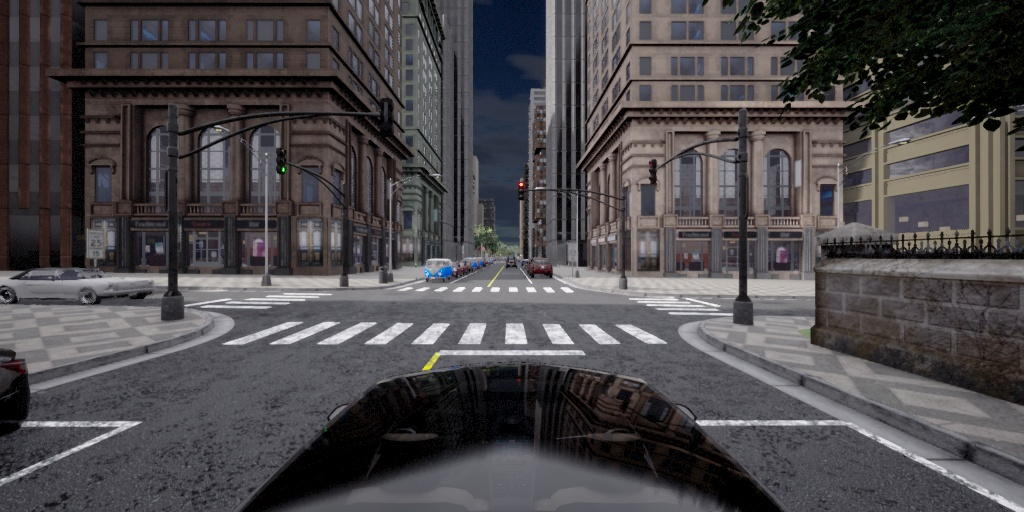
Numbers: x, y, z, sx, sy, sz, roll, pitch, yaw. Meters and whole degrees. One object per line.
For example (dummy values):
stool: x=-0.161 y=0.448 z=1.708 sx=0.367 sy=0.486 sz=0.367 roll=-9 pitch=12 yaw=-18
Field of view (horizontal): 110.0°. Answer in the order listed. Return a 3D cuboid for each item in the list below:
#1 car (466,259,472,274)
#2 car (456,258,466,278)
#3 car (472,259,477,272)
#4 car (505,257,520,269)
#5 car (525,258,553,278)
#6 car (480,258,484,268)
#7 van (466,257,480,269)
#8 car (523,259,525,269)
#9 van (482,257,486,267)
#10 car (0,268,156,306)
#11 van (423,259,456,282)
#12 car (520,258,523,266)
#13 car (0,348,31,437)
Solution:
car: x=-5.838 y=1.322 z=39.365 sx=1.888 sy=1.381 sz=4.507 roll=0 pitch=0 yaw=0
car: x=-5.827 y=1.210 z=33.924 sx=1.967 sy=1.591 sz=4.097 roll=0 pitch=0 yaw=0
car: x=-5.849 y=1.351 z=44.806 sx=1.948 sy=1.339 sz=4.313 roll=0 pitch=0 yaw=0
car: x=-0.063 y=1.312 z=59.140 sx=1.837 sy=1.490 sz=4.892 roll=0 pitch=0 yaw=1
car: x=2.698 y=1.085 z=33.950 sx=2.192 sy=1.841 sz=5.009 roll=0 pitch=0 yaw=0
car: x=-5.870 y=1.347 z=55.689 sx=1.888 sy=1.381 sz=4.507 roll=0 pitch=0 yaw=0
van: x=-5.860 y=1.135 z=50.248 sx=1.690 sy=1.789 sz=3.998 roll=0 pitch=0 yaw=0
car: x=2.688 y=1.092 z=39.391 sx=2.192 sy=1.841 sz=5.009 roll=0 pitch=0 yaw=0
van: x=-5.881 y=1.151 z=61.130 sx=1.690 sy=1.789 sz=3.998 roll=0 pitch=0 yaw=0
car: x=-16.733 y=1.117 z=13.727 sx=4.718 sy=1.301 sz=1.895 roll=1 pitch=0 yaw=0
van: x=-5.816 y=1.105 z=28.484 sx=1.690 sy=1.789 sz=3.998 roll=0 pitch=0 yaw=0
car: x=2.655 y=1.353 z=55.713 sx=2.007 sy=1.370 sz=4.403 roll=0 pitch=0 yaw=0
car: x=-5.763 y=1.316 z=1.827 sx=1.948 sy=1.339 sz=4.313 roll=0 pitch=0 yaw=0
